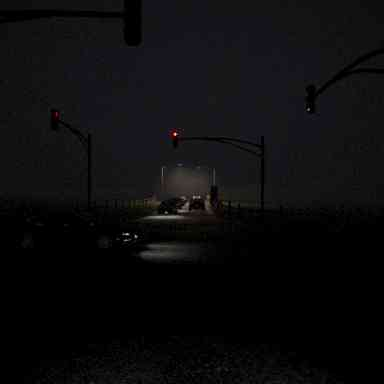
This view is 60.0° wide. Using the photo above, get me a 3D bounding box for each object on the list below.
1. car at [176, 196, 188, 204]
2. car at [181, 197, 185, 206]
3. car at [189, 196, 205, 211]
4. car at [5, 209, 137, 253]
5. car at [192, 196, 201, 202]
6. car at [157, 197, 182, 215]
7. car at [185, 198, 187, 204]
[{"bbox_3d":[-1.924,1.581,63.810,1.994,1.385,4.181,0,0,2],"label":"car"},{"bbox_3d":[-2.265,1.514,43.957,1.837,1.490,4.892,0,0,1],"label":"car"},{"bbox_3d":[0.631,1.486,41.886,1.882,1.535,5.008,0,0,1],"label":"car"},{"bbox_3d":[-4.625,1.437,13.024,4.892,1.490,1.837,1,0,1],"label":"car"},{"bbox_3d":[1.065,1.617,75.951,1.895,1.301,4.718,0,0,1],"label":"car"},{"bbox_3d":[-2.414,1.553,34.180,2.033,1.411,5.357,0,0,0],"label":"car"},{"bbox_3d":[-2.122,1.560,53.805,2.033,1.411,5.357,0,0,1],"label":"car"}]
